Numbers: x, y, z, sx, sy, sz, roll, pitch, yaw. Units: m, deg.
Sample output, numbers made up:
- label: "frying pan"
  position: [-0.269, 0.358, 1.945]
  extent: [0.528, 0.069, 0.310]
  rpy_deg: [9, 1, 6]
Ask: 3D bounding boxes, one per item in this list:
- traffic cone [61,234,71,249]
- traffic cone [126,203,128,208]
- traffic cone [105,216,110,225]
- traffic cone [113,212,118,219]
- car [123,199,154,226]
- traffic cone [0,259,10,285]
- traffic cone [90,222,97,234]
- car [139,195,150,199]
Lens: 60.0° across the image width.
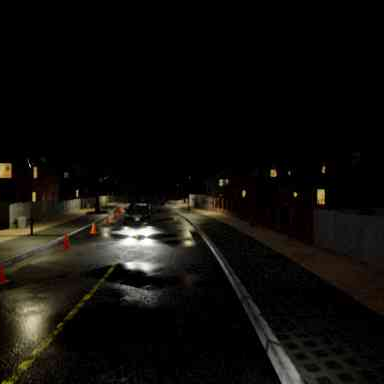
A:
- label: "traffic cone"
  position: [-4.987, 1.950, 13.157]
  extent: [0.340, 0.580, 0.340]
  rpy_deg: [0, 0, -3]
- label: "traffic cone"
  position: [-8.767, 1.949, 42.714]
  extent: [0.340, 0.580, 0.340]
  rpy_deg: [0, 0, -8]
- label: "traffic cone"
  position: [-5.833, 1.949, 23.002]
  extent: [0.340, 0.580, 0.340]
  rpy_deg: [0, 0, -6]
- label: "traffic cone"
  position: [-6.437, 1.950, 27.906]
  extent: [0.340, 0.580, 0.340]
  rpy_deg: [0, 0, -8]
- label: "car"
  position: [-3.775, 1.478, 23.716]
  extent: [2.128, 1.511, 4.902]
  rpy_deg: [0, 0, -7]
- label: "traffic cone"
  position: [-4.745, 1.952, 8.221]
  extent: [0.340, 0.580, 0.340]
  rpy_deg: [0, 0, -2]
- label: "traffic cone"
  position: [-5.350, 1.949, 18.084]
  extent: [0.340, 0.580, 0.340]
  rpy_deg: [0, 0, -5]
- label: "car"
  position: [-9.648, 1.456, 67.950]
  extent: [2.128, 1.511, 4.902]
  rpy_deg: [0, 0, -1]
